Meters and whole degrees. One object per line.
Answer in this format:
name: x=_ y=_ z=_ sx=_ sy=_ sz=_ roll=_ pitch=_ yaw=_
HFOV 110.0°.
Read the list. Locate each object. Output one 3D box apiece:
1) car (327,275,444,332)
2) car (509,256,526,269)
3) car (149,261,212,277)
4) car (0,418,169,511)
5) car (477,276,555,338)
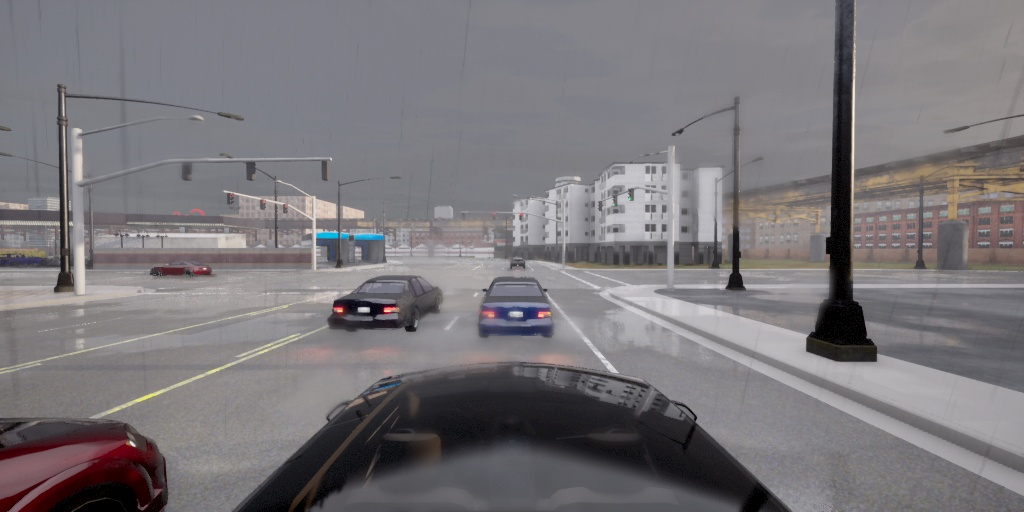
car: x=-3.405 y=1.273 z=10.742 sx=2.033 sy=1.411 sz=5.357 roll=0 pitch=0 yaw=0
car: x=0.708 y=0.790 z=44.967 sx=1.837 sy=1.490 sz=4.892 roll=0 pitch=1 yaw=0
car: x=-28.625 y=1.083 z=31.052 sx=4.181 sy=1.385 sz=1.994 roll=0 pitch=1 yaw=0
car: x=-3.395 y=1.314 z=0.746 sx=1.994 sy=1.385 sz=4.181 roll=0 pitch=0 yaw=0
car: x=0.091 y=1.279 z=10.140 sx=2.033 sy=1.411 sz=5.357 roll=0 pitch=0 yaw=0
